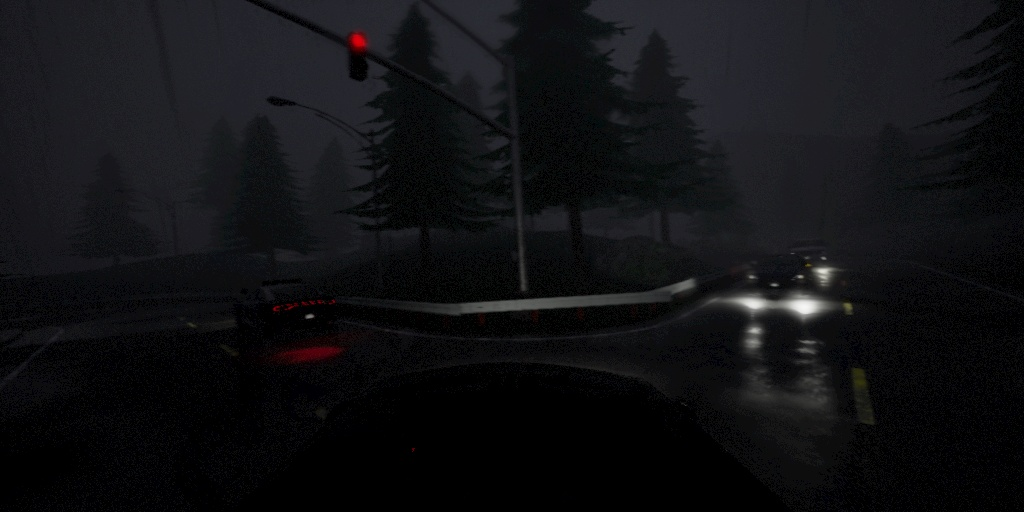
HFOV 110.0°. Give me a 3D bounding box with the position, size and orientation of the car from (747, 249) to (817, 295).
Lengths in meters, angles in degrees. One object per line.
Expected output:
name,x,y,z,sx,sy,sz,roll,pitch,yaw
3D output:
car,10.840,0.648,14.423,1.812,1.442,4.674,-3,0,42

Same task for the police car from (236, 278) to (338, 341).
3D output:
police car,-7.605,1.604,11.857,5.238,1.638,1.930,-3,0,43

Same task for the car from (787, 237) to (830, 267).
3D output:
car,22.276,-0.325,26.890,2.150,2.045,5.566,-3,0,42
